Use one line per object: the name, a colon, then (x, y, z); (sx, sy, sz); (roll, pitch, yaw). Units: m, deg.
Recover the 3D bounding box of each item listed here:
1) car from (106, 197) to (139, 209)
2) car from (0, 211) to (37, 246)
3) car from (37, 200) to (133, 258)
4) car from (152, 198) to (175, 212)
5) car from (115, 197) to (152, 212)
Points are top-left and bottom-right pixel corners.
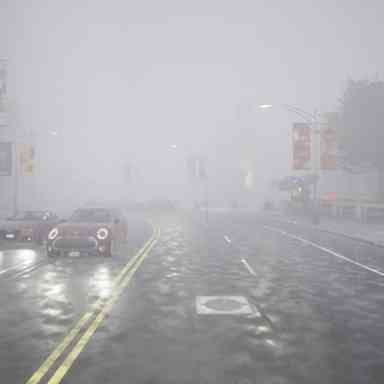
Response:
car: (-9.807, 1.491, 46.661); (2.128, 1.511, 4.902); (0, 0, -45)
car: (-7.296, 1.564, 15.210); (1.994, 1.385, 4.181); (0, 0, -3)
car: (-3.751, 1.351, 12.655); (2.097, 1.767, 4.553); (0, 0, -2)
car: (-3.717, 1.505, 38.958); (1.837, 1.490, 4.892); (0, 0, -31)
car: (-6.616, 1.526, 37.191); (1.812, 1.442, 4.674); (0, 0, -32)
